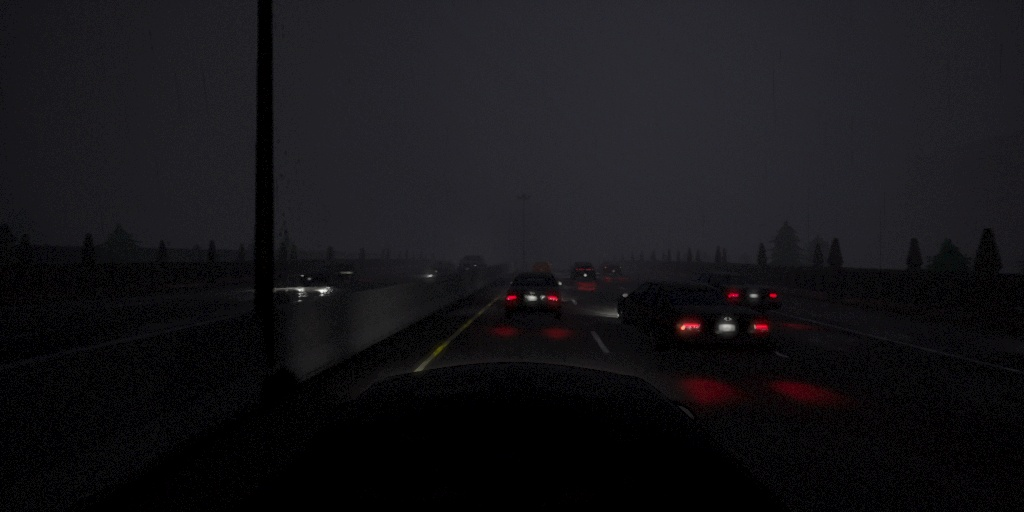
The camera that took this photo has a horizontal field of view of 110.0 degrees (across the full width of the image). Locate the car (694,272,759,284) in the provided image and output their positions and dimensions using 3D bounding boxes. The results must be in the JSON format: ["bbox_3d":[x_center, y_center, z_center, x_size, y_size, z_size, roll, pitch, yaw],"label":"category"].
[{"bbox_3d":[7.929,1.311,13.901,2.033,1.411,5.357,0,0,5],"label":"car"}]

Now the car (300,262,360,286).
[{"bbox_3d":[-12.350,1.164,24.664,1.837,1.490,4.892,0,0,5],"label":"car"}]

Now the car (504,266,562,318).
[{"bbox_3d":[0.822,1.282,12.979,2.033,1.411,5.357,0,0,5],"label":"car"}]

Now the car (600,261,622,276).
[{"bbox_3d":[10.112,1.260,37.208,1.812,1.442,4.674,0,0,5],"label":"car"}]

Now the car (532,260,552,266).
[{"bbox_3d":[3.007,1.183,36.280,1.882,1.535,5.008,0,0,5],"label":"car"}]

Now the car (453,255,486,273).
[{"bbox_3d":[-4.111,0.893,37.393,2.150,2.045,5.566,0,0,5],"label":"car"}]

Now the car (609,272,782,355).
[{"bbox_3d":[3.978,1.303,8.799,2.033,1.411,5.357,0,0,5],"label":"car"}]

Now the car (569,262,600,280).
[{"bbox_3d":[5.979,1.232,30.508,1.837,1.490,4.892,0,0,5],"label":"car"}]

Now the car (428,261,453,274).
[{"bbox_3d":[-7.463,1.203,39.137,2.033,1.411,5.357,0,0,5],"label":"car"}]
